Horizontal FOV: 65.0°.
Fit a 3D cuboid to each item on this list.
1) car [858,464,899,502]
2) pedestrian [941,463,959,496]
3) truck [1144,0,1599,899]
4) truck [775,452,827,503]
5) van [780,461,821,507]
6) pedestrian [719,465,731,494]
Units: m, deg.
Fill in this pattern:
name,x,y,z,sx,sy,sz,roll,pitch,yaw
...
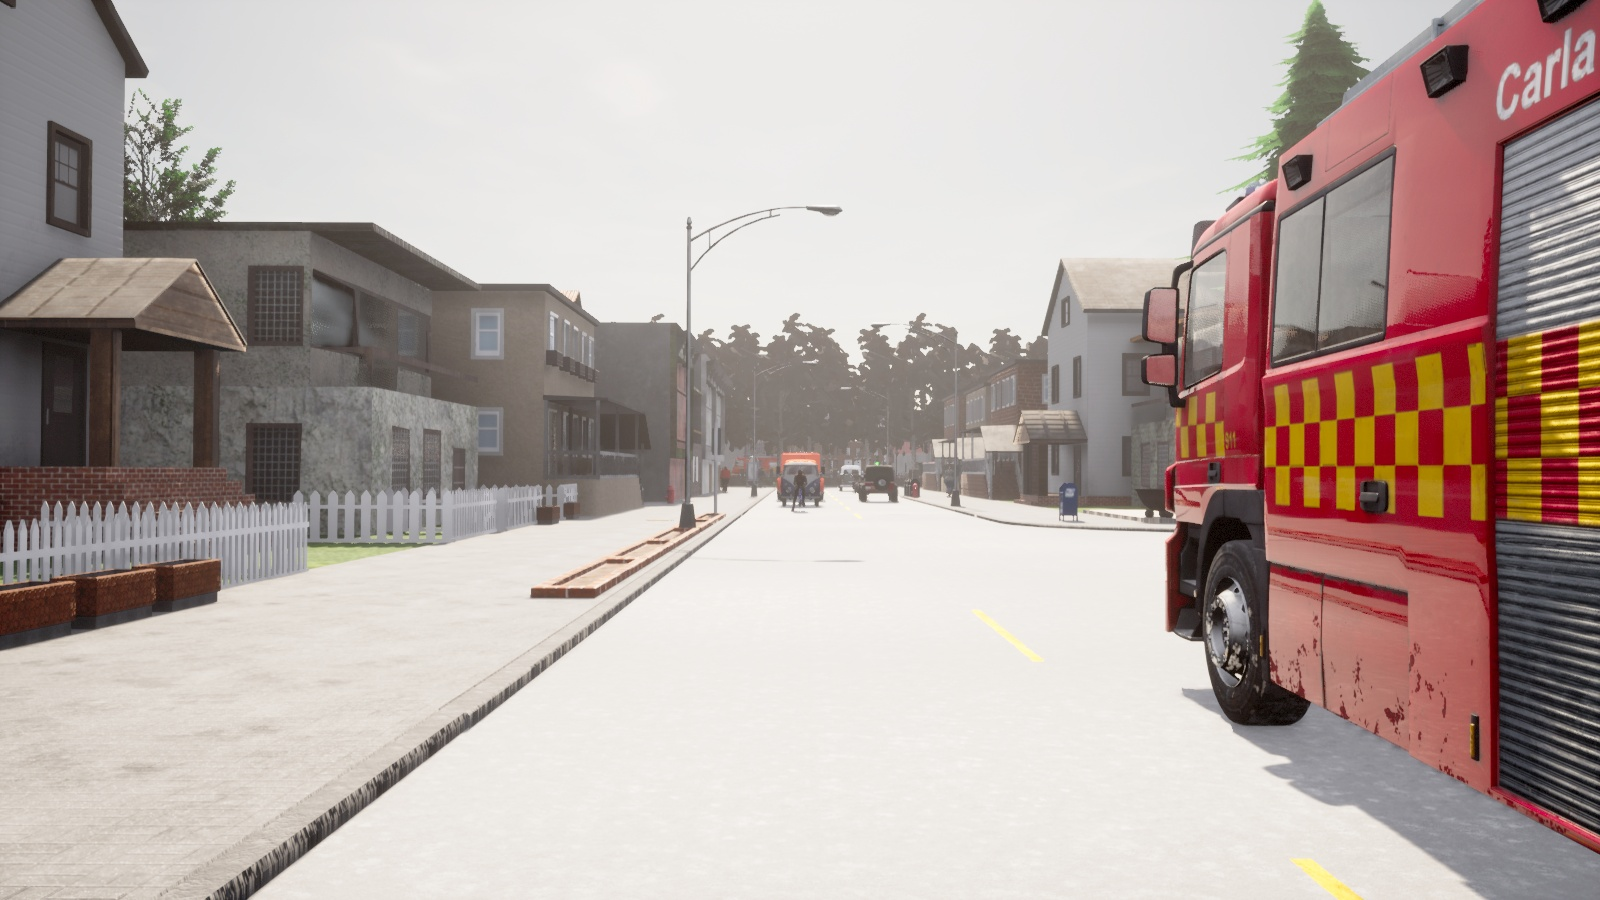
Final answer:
name,x,y,z,sx,sy,sz,roll,pitch,yaw
car,4.042,1.688,65.143,1.905,1.878,3.866,0,-1,0
pedestrian,8.617,1.701,72.174,0.874,1.855,0.900,-1,-1,18
truck,3.928,-0.274,5.484,2.891,3.827,8.468,0,-1,3
truck,0.042,1.411,66.653,2.627,2.467,5.204,0,2,0
van,0.038,1.515,56.468,1.775,1.987,4.442,0,-1,0
pedestrian,-4.917,1.926,82.330,0.634,1.844,0.899,0,-1,-16
